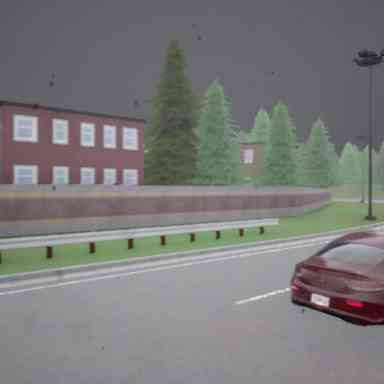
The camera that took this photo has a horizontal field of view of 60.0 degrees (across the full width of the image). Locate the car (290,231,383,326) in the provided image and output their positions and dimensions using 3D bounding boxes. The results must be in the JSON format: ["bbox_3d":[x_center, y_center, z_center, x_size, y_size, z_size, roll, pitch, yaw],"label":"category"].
[{"bbox_3d":[3.843,1.498,6.504,4.674,1.442,1.812,0,0,-36],"label":"car"}]
